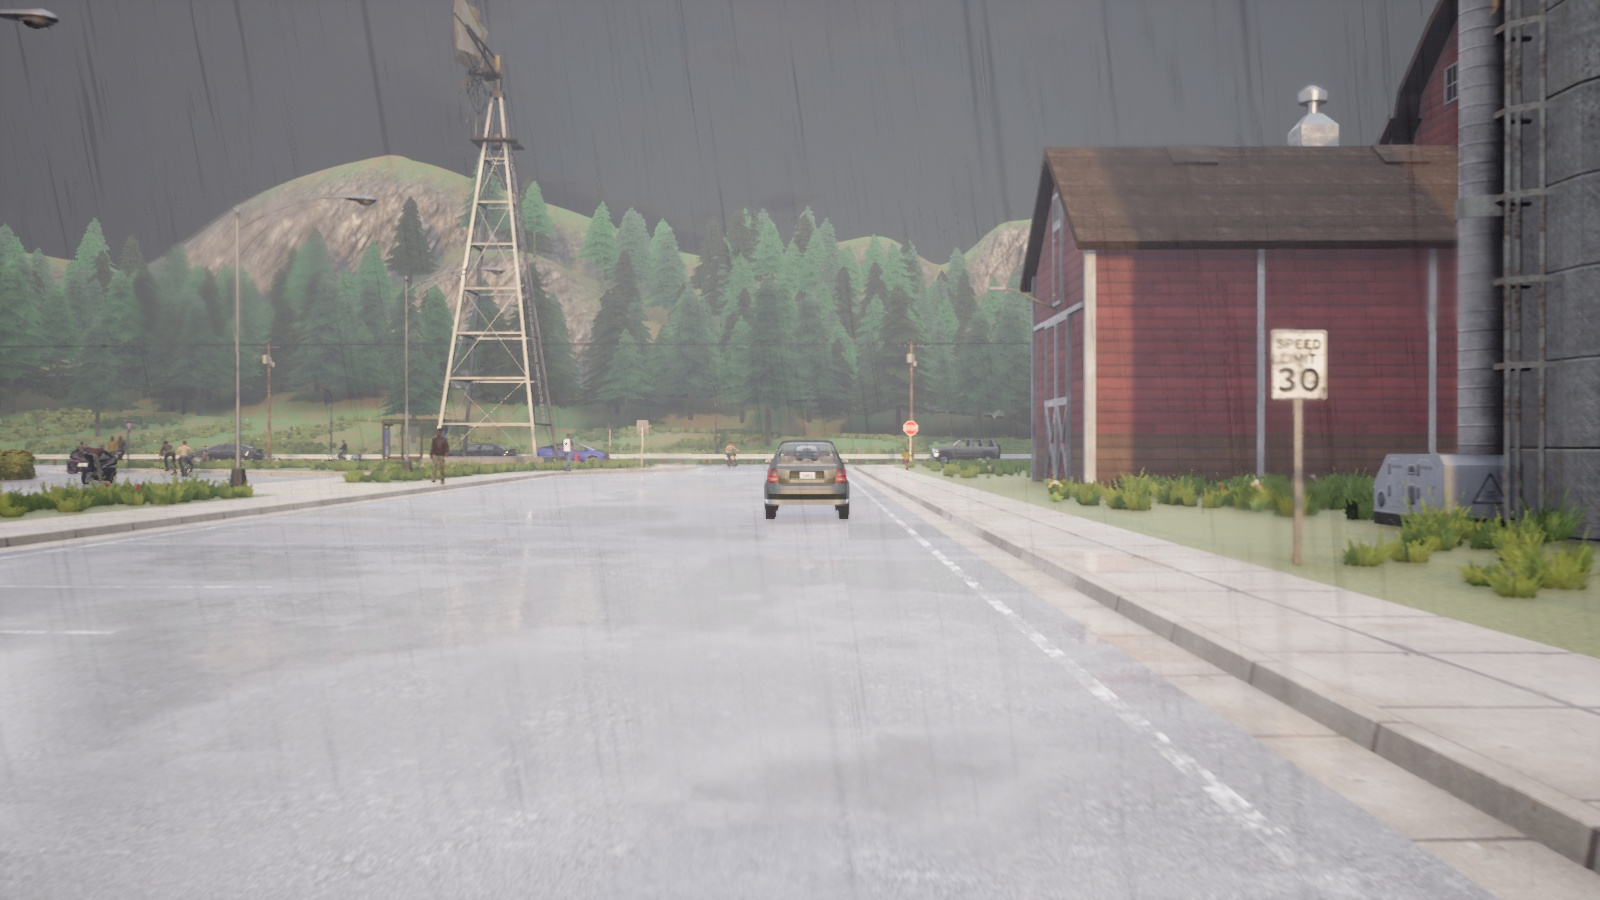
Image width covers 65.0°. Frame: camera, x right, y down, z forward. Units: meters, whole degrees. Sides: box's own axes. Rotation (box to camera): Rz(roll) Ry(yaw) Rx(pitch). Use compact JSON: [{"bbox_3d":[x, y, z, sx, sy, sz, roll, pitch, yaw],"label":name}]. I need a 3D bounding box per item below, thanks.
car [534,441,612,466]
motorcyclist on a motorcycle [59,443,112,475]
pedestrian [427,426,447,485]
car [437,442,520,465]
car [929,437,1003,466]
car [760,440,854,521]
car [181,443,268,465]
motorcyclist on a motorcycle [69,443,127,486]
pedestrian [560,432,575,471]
[{"bbox_3d":[-14.365,0.231,79.676,4.514,1.525,2.007,0,0,1],"label":"car"},{"bbox_3d":[-34.612,0.410,60.870,2.191,1.530,0.866,0,0,11],"label":"motorcyclist on a motorcycle"},{"bbox_3d":[-11.489,0.168,39.784,0.431,1.840,0.703,0,0,1],"label":"pedestrian"},{"bbox_3d":[-21.299,0.237,83.335,5.008,1.535,1.882,0,0,1],"label":"car"},{"bbox_3d":[10.885,0.107,82.600,4.605,1.855,1.932,0,0,2],"label":"car"},{"bbox_3d":[0.145,0.579,25.930,1.789,1.549,3.705,0,0,0],"label":"car"},{"bbox_3d":[-38.261,0.249,83.550,4.892,1.490,1.837,0,0,-3],"label":"car"},{"bbox_3d":[-25.627,0.502,45.902,0.866,1.530,2.191,0,0,1],"label":"motorcyclist on a motorcycle"},{"bbox_3d":[-10.817,0.064,58.462,0.354,1.836,0.706,0,0,21],"label":"pedestrian"}]
